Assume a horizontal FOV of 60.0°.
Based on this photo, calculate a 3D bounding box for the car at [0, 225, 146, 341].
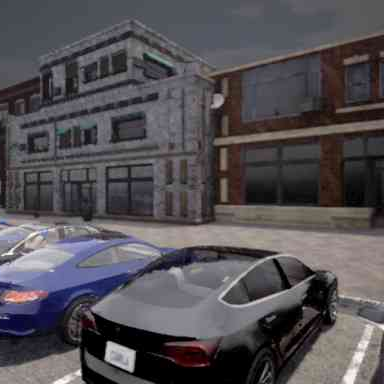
[{"bbox_3d":[-1.588,1.527,6.453,2.002,1.452,4.674,0,0,35],"label":"car"}]

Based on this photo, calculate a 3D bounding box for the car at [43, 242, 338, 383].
[{"bbox_3d":[0.702,1.512,4.879,2.163,1.488,4.792,0,0,35],"label":"car"}]

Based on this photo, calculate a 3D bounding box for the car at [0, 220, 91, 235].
[{"bbox_3d":[-3.753,1.492,7.988,2.231,1.521,4.892,0,0,35],"label":"car"}]
